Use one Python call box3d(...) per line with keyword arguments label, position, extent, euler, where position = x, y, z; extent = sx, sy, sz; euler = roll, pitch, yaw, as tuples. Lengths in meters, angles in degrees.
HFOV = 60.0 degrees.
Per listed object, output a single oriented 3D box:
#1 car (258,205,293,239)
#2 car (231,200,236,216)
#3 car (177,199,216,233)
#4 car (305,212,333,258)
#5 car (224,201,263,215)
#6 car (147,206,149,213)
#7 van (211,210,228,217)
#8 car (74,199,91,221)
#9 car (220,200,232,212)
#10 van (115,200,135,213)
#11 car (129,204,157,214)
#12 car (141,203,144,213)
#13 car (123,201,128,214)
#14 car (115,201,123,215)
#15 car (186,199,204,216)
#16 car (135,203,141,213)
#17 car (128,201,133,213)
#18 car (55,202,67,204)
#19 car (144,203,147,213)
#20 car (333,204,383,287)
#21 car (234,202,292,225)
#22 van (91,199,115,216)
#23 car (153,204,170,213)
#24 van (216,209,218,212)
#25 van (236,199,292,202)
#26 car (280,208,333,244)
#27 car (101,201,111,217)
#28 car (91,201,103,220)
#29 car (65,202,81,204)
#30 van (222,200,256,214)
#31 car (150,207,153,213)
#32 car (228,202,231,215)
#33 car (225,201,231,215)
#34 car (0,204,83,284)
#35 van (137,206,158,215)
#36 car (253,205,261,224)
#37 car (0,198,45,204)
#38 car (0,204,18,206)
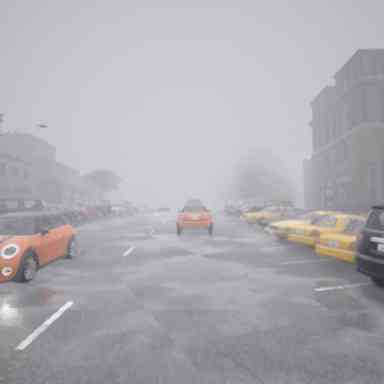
box3d(label="car", position=(6.261, 1.614, 16.572), extent=(5.366, 1.575, 1.946), euler=(1, -1, -20))
box3d(label="car", position=(6.504, 1.767, 31.592), extent=(4.553, 1.767, 2.185), euler=(1, -2, -19))
box3d(label="car", position=(0.166, 1.545, 21.293), extent=(2.097, 1.767, 4.553), euler=(0, -1, 0))
box3d(label="car", position=(6.588, 1.555, 10.714), extent=(5.366, 1.575, 1.946), euler=(1, -1, -20))
box3d(label="car", position=(6.689, 2.098, 43.575), extent=(4.553, 1.767, 2.185), euler=(1, -2, -19))
box3d(label="car", position=(-10.920, 3.076, 60.698), extent=(4.892, 1.521, 2.231), euler=(0, -4, -19))
box3d(label="van", position=(7.757, 6.123, 95.249), extent=(4.442, 1.987, 1.878), euler=(3, -6, -18))
box3d(label="car", position=(-11.277, 1.683, 28.500), extent=(4.553, 1.767, 2.185), euler=(0, -1, -20))
box3d(label="car", position=(6.604, 1.880, 40.561), extent=(5.566, 2.045, 2.435), euler=(1, -2, -19))
box3d(label="van", position=(-11.203, 2.189, 48.982), extent=(4.442, 1.987, 1.878), euler=(0, -2, -19))
box3d(label="car", position=(-10.674, 3.807, 72.403), extent=(5.566, 2.045, 2.435), euler=(1, -6, -19))
box3d(label="car", position=(-11.012, 2.705, 54.862), extent=(4.892, 1.521, 2.231), euler=(0, -3, -19))
box3d(label="car", position=(-11.167, 2.242, 43.161), extent=(4.674, 1.452, 2.002), euler=(0, -2, -19))
box3d(label="car", position=(-11.200, 2.152, 40.224), extent=(4.674, 1.452, 2.002), euler=(0, -2, -19))
box3d(label="car", position=(0.351, 1.915, 42.365), extent=(2.150, 2.045, 5.566), euler=(0, -2, 1))
box3d(label="car", position=(-11.057, 2.549, 51.939), extent=(5.008, 1.535, 2.097), euler=(0, -3, -19))
box3d(label="car", position=(-11.100, 2.329, 46.093), extent=(4.792, 1.488, 2.163), euler=(0, -2, -19))
box3d(label="car", position=(-11.342, 1.694, 22.622), extent=(4.892, 1.521, 2.231), euler=(-1, -1, -20))
box3d(label="car", position=(-11.134, 2.875, 57.714), extent=(5.366, 1.575, 1.946), euler=(0, -4, -19))
box3d(label="car", position=(6.432, 1.282, 7.672), extent=(5.566, 2.045, 2.435), euler=(1, -1, -20))
box3d(label="car", position=(6.313, 1.759, 25.544), extent=(5.366, 1.575, 1.946), euler=(1, -1, -19))
box3d(label="van", position=(-11.339, 1.802, 37.257), extent=(4.442, 1.987, 1.878), euler=(0, -1, -19))
box3d(label="car", position=(-4.601, 2.693, 53.914), extent=(1.882, 1.535, 5.008), euler=(0, -3, 1))
box3d(label="van", position=(7.468, 5.817, 92.237), extent=(4.442, 1.987, 1.878), euler=(3, -6, -18))
box3d(label="van", position=(6.403, 1.597, 28.564), extent=(4.442, 1.987, 1.878), euler=(1, -1, -19))
box3d(label="car", position=(6.596, 1.586, 13.706), extent=(5.366, 1.575, 1.946), euler=(1, -1, -20))
box3d(label="car", position=(-11.262, 1.948, 34.357), extent=(5.008, 1.535, 2.097), euler=(0, -2, -19))
box3d(label="car", position=(-11.255, 1.906, 31.440), extent=(4.792, 1.488, 2.163), euler=(0, -2, -19))
box3d(label="car", position=(-11.322, 1.751, 25.560), extent=(4.892, 1.521, 2.231), euler=(0, -1, -20))
box3d(label="van", position=(6.583, 2.097, 46.521), extent=(4.442, 1.987, 1.878), euler=(1, -3, -19))
box3d(label="car", position=(-10.800, 3.525, 66.525), extent=(4.892, 1.521, 2.231), euler=(1, -4, -19))
box3d(label="car", position=(6.556, 2.006, 34.586), extent=(4.674, 1.452, 2.002), euler=(1, -2, -19))
box3d(label="car", position=(6.618, 2.076, 37.591), extent=(4.792, 1.488, 2.163), euler=(1, -2, -19))
box3d(label="car", position=(-5.082, 1.404, 9.756), extent=(2.097, 1.767, 4.553), euler=(0, 0, 0))
box3d(label="van", position=(-10.466, 4.415, 78.275), extent=(4.442, 1.987, 1.878), euler=(1, -6, -19))
box3d(label="car", position=(6.422, 1.693, 19.612), extent=(4.792, 1.488, 2.163), euler=(1, -1, -20))
box3d(label="car", position=(-11.394, 1.396, 19.681), extent=(5.566, 2.045, 2.435), euler=(-1, -1, -20))
box3d(label="car", position=(-11.553, 1.600, 16.697), extent=(5.366, 1.575, 1.946), euler=(-1, 0, -20))
